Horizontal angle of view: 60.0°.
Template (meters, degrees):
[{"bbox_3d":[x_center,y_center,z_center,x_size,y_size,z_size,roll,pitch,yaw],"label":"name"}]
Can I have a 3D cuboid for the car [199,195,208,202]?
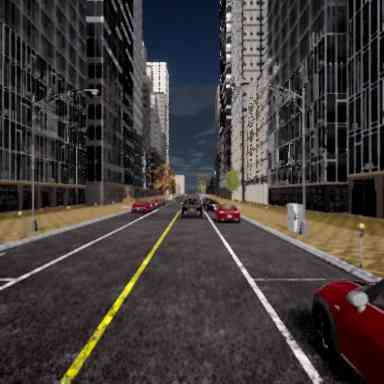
[{"bbox_3d":[2.699,1.558,77.294,1.967,1.590,4.097,0,0,0],"label":"car"}]

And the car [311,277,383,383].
[{"bbox_3d":[2.691,1.449,3.293,1.967,1.590,4.097,0,0,0],"label":"car"}]

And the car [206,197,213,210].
[{"bbox_3d":[2.695,1.650,43.140,1.947,1.339,4.313,0,0,0],"label":"car"}]

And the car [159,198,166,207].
[{"bbox_3d":[-5.684,1.643,54.533,1.887,1.381,4.507,0,0,0],"label":"car"}]

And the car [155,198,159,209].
[{"bbox_3d":[-5.685,1.666,43.148,1.802,1.307,4.206,0,0,0],"label":"car"}]

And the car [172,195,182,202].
[{"bbox_3d":[-2.994,1.525,78.342,1.837,1.490,4.892,0,0,0],"label":"car"}]

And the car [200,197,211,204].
[{"bbox_3d":[2.698,1.676,65.908,1.947,1.339,4.313,0,0,0],"label":"car"}]

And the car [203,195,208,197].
[{"bbox_3d":[2.696,1.664,54.524,1.947,1.339,4.313,0,0,0],"label":"car"}]

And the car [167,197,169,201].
[{"bbox_3d":[-5.684,1.671,60.226,1.947,1.339,4.313,0,0,0],"label":"car"}]

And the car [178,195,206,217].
[{"bbox_3d":[0.002,1.350,30.605,1.882,1.535,5.008,0,0,0],"label":"car"}]

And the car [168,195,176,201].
[{"bbox_3d":[-5.681,1.675,94.382,2.008,1.369,4.403,0,0,0],"label":"car"}]

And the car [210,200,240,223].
[{"bbox_3d":[2.694,1.603,26.063,1.887,1.381,4.507,0,0,0],"label":"car"}]

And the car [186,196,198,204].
[{"bbox_3d":[0.005,1.417,61.770,2.163,1.488,4.792,0,0,0],"label":"car"}]

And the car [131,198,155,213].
[{"bbox_3d":[-5.686,1.621,37.455,1.887,1.381,4.507,0,0,0],"label":"car"}]

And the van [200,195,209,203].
[{"bbox_3d":[2.698,1.456,71.603,1.690,1.788,3.998,0,0,0],"label":"van"}]

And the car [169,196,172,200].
[{"bbox_3d":[-5.681,1.648,88.519,1.752,1.417,4.829,0,0,0],"label":"car"}]
